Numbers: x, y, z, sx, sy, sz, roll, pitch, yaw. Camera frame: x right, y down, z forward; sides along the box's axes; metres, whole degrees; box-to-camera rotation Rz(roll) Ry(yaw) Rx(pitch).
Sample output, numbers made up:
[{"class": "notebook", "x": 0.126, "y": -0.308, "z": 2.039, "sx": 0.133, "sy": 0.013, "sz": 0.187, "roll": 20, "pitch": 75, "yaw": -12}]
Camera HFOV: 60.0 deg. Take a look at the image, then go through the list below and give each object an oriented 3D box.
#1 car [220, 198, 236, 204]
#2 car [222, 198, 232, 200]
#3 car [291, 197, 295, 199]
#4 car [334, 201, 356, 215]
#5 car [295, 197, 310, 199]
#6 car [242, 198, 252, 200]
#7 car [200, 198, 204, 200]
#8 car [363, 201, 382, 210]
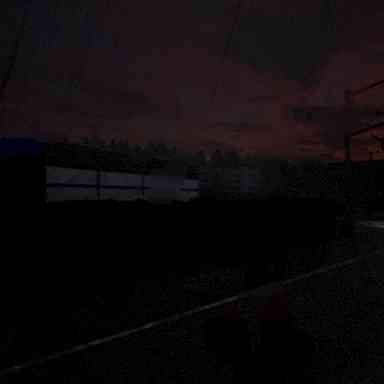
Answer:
[{"class": "car", "x": 9.475, "y": 2.304, "z": 87.532, "sx": 3.806, "sy": 1.475, "sz": 1.970, "roll": 1, "pitch": -1, "yaw": -43}, {"class": "car", "x": 6.949, "y": 2.081, "z": 63.931, "sx": 4.514, "sy": 1.523, "sz": 2.007, "roll": 1, "pitch": -1, "yaw": -43}, {"class": "car", "x": 22.661, "y": 2.051, "z": 73.558, "sx": 3.866, "sy": 1.878, "sz": 1.905, "roll": 1, "pitch": -1, "yaw": -43}, {"class": "car", "x": 18.118, "y": 1.903, "z": 40.315, "sx": 4.514, "sy": 1.523, "sz": 2.007, "roll": 1, "pitch": -1, "yaw": -43}, {"class": "car", "x": 24.924, "y": 2.061, "z": 71.689, "sx": 4.605, "sy": 1.855, "sz": 1.932, "roll": 1, "pitch": -1, "yaw": -43}, {"class": "car", "x": 14.039, "y": 2.195, "z": 83.010, "sx": 5.027, "sy": 1.636, "sz": 2.152, "roll": 1, "pitch": -1, "yaw": -43}, {"class": "car", "x": 1.798, "y": 2.307, "z": 85.488, "sx": 4.514, "sy": 1.523, "sz": 2.007, "roll": 1, "pitch": -1, "yaw": -43}, {"class": "car", "x": 29.854, "y": 2.178, "z": 55.066, "sx": 3.806, "sy": 1.475, "sz": 1.970, "roll": 1, "pitch": -1, "yaw": -43}]
